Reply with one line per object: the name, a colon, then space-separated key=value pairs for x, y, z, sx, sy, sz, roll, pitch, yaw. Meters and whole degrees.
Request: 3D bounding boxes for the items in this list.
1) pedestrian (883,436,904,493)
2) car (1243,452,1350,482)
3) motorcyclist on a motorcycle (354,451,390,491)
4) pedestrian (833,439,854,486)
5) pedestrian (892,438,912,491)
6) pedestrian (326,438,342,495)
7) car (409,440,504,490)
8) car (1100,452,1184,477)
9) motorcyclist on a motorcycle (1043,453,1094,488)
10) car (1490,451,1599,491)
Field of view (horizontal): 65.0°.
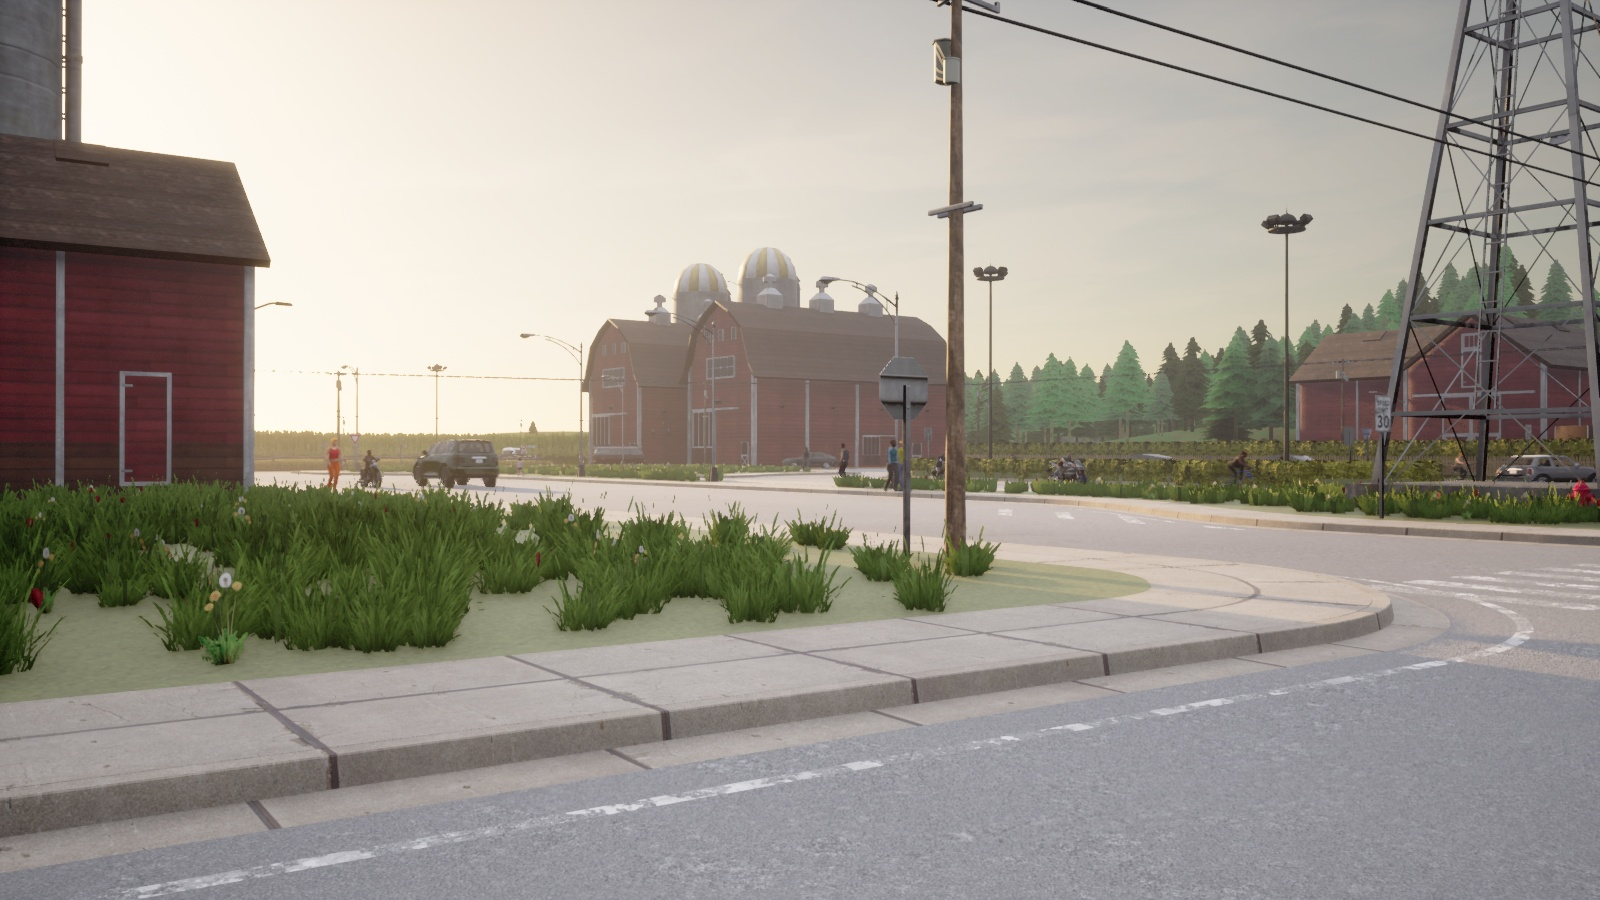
pedestrian: x=3.211 y=0.499 z=43.167 sx=0.396 sy=1.930 sz=0.692 roll=0 pitch=0 yaw=-33
car: x=25.896 y=0.849 z=65.582 sx=2.163 sy=1.488 sz=4.792 roll=0 pitch=0 yaw=-35
motorcyclist on a motorcycle: x=-17.907 y=0.862 z=52.498 sx=0.766 sy=1.649 sz=2.350 roll=0 pitch=0 yaw=-36
pedestrian: x=1.825 y=0.532 z=52.878 sx=0.788 sy=1.949 sz=0.423 roll=0 pitch=0 yaw=33
pedestrian: x=3.543 y=0.500 z=43.785 sx=0.354 sy=1.836 sz=0.706 roll=0 pitch=0 yaw=-29
pedestrian: x=-15.049 y=0.531 z=40.576 sx=0.345 sy=1.836 sz=0.594 roll=0 pitch=0 yaw=-36
car: x=-14.911 y=0.628 z=54.328 sx=2.150 sy=2.045 sz=5.566 roll=0 pitch=0 yaw=-36
car: x=21.259 y=0.891 z=78.245 sx=2.163 sy=1.488 sz=4.792 roll=0 pitch=0 yaw=-35
motorcyclist on a motorcycle: x=11.855 y=0.890 z=55.515 sx=0.866 sy=1.530 sz=2.191 roll=0 pitch=0 yaw=-35
car: x=28.155 y=0.765 z=47.039 sx=3.806 sy=1.475 sz=1.970 roll=0 pitch=0 yaw=-17
